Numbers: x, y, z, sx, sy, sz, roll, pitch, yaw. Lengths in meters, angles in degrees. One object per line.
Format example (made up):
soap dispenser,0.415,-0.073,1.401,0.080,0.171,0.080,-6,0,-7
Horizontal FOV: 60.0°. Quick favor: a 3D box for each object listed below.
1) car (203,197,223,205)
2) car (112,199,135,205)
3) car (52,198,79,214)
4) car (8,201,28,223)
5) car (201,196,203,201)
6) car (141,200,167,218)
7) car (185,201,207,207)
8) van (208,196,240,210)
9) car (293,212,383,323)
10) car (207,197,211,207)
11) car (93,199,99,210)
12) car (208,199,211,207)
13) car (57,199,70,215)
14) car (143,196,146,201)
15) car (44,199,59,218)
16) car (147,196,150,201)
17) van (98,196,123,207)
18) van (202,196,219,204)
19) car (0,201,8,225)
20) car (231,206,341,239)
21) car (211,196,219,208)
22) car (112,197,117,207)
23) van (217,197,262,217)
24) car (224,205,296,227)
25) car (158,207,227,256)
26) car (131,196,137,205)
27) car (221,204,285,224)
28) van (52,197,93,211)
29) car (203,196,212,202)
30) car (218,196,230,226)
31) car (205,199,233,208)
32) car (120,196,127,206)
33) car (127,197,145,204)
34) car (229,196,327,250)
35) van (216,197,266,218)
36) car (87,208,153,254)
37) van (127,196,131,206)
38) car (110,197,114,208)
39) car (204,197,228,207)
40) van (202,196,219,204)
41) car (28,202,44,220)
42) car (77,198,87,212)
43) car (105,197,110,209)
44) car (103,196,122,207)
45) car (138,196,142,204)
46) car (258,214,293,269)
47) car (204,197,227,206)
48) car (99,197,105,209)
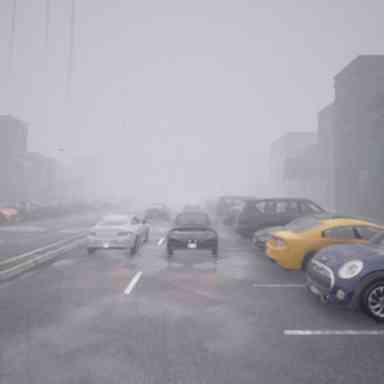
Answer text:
car,4.800,2.079,76.289,4.553,1.767,2.185,0,-1,0
car,-15.447,2.252,74.839,4.674,1.452,2.002,0,-1,0
car,-15.442,1.748,36.242,4.892,1.521,2.231,0,-1,0
car,-15.479,1.527,25.215,4.553,1.767,2.185,0,0,0
car,4.723,1.664,54.059,5.566,2.045,2.435,0,-1,0
car,-2.952,1.721,28.894,1.812,1.442,4.674,0,0,1
car,0.039,1.756,28.323,1.994,1.385,4.181,0,0,1
van,4.630,1.629,48.502,4.442,1.987,1.878,0,-1,0
car,4.746,1.407,6.816,4.553,1.767,2.185,0,0,0
car,4.736,1.799,42.942,4.892,1.521,2.231,0,-1,0
car,-15.446,1.868,44.512,4.674,1.452,2.002,0,-1,0
car,4.711,1.801,40.163,4.792,1.488,2.163,0,-1,0
car,-15.442,1.722,33.486,4.892,1.521,2.231,0,0,0
car,-15.478,2.126,85.872,5.566,2.045,2.435,0,-1,0
car,-15.442,1.699,30.728,4.892,1.521,2.231,0,0,0
car,-15.478,2.246,94.146,5.566,2.045,2.435,0,-1,0
van,-15.565,1.832,63.815,4.442,1.987,1.878,0,-1,0
van,4.893,2.140,87.407,4.442,1.987,1.878,0,-1,0
car,-15.479,1.506,22.458,4.553,1.767,2.185,0,0,0
car,4.909,1.596,17.932,5.366,1.575,1.946,0,0,0
car,4.760,1.425,29.049,5.566,2.045,2.435,0,0,0
car,-15.451,1.992,55.540,4.674,1.452,2.002,0,-1,0
van,4.853,1.496,34.607,4.442,1.987,1.878,0,-1,0
car,4.725,1.676,23.554,4.674,1.452,2.002,0,0,0
car,0.031,1.586,13.486,2.128,1.511,4.902,0,0,1
car,-15.264,2.169,72.082,5.366,1.575,1.946,0,-1,0
car,4.727,1.696,26.268,4.674,1.452,2.002,0,0,0
van,-15.331,1.576,41.882,4.442,1.987,1.878,0,-1,0
car,4.717,1.574,45.725,5.566,2.045,2.435,0,-1,0
car,4.697,1.367,20.838,5.566,2.045,2.435,0,0,0
car,4.749,1.982,59.614,4.892,1.521,2.231,0,-1,0
car,-15.477,1.770,61.057,5.566,2.045,2.435,0,-1,0
car,-15.480,2.334,91.509,4.553,1.767,2.185,0,-1,0
car,4.751,1.331,15.153,5.566,2.045,2.435,0,0,0
van,4.618,1.472,31.830,4.442,1.987,1.878,0,-1,0
car,-2.965,1.621,13.884,1.812,1.442,4.674,0,0,1
van,-15.566,1.906,69.327,4.442,1.987,1.878,0,-1,0
car,-15.478,1.949,52.784,4.792,1.488,2.163,0,-1,0
car,4.728,1.926,65.174,4.553,1.767,2.185,0,-1,0
van,4.896,2.179,90.186,4.442,1.987,1.878,0,-1,0
car,-15.417,1.549,27.973,4.553,1.767,2.185,0,0,0
car,-15.442,1.774,38.998,4.892,1.521,2.231,0,-1,0
car,-15.442,1.889,50.026,4.892,1.521,2.231,0,-1,0
car,-15.454,1.986,58.298,5.008,1.535,2.097,0,-1,0
car,-15.455,2.294,80.353,5.008,1.535,2.097,0,-1,0
car,4.712,1.550,9.719,5.008,1.535,2.097,0,0,0
car,4.731,1.962,67.954,4.553,1.767,2.185,0,-1,0
car,-15.634,1.855,47.271,5.366,1.575,1.946,0,-1,0
